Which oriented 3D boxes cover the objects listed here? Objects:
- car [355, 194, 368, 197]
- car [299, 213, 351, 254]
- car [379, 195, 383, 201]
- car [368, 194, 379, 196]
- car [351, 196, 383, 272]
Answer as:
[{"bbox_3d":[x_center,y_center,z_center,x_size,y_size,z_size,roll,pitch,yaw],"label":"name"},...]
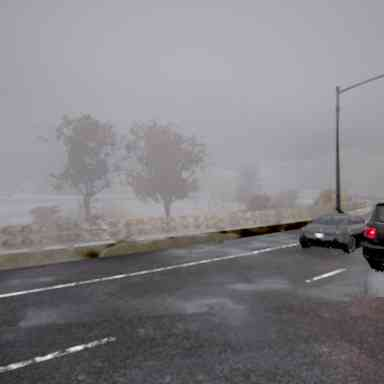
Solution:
[{"bbox_3d":[39.905,1.241,80.402,2.097,1.767,4.553,0,0,4],"label":"car"},{"bbox_3d":[6.197,1.573,13.700,4.181,1.385,1.994,0,0,-43],"label":"car"},{"bbox_3d":[46.870,1.406,79.162,2.033,1.411,5.357,0,0,4],"label":"car"},{"bbox_3d":[43.385,1.224,80.030,2.097,1.767,4.553,0,0,4],"label":"car"},{"bbox_3d":[7.063,1.216,9.738,5.566,2.045,2.150,0,0,-40],"label":"car"}]
